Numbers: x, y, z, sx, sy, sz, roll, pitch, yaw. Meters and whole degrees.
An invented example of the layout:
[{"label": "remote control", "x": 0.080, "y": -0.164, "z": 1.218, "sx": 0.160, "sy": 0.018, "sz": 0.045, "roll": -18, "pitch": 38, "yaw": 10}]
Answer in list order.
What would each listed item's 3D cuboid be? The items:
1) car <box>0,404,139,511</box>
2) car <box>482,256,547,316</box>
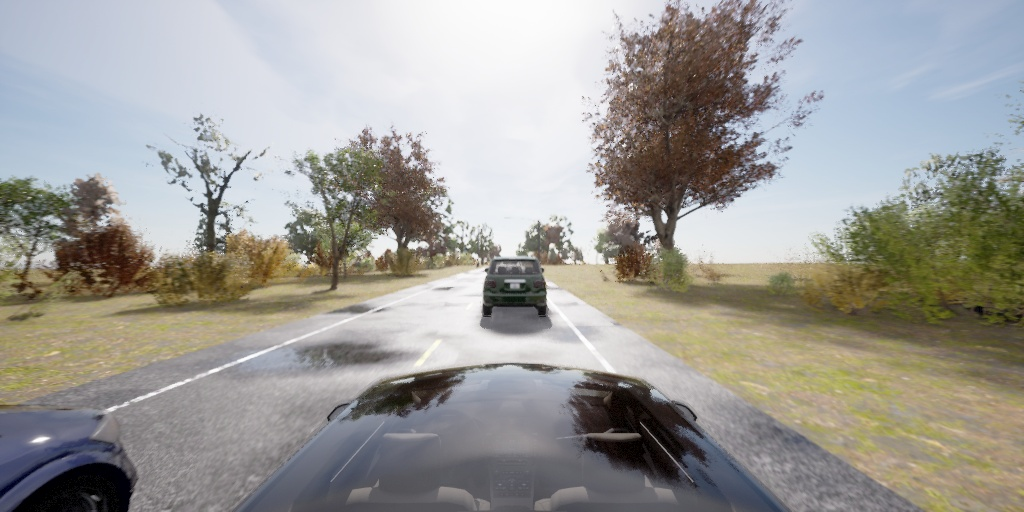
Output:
[{"label": "car", "x": -3.590, "y": 1.309, "z": 0.701, "sx": 1.994, "sy": 1.385, "sz": 4.181, "roll": 0, "pitch": 0, "yaw": 0}, {"label": "car", "x": 0.096, "y": 1.039, "z": 13.757, "sx": 2.150, "sy": 2.045, "sz": 5.566, "roll": 0, "pitch": 0, "yaw": 0}]
